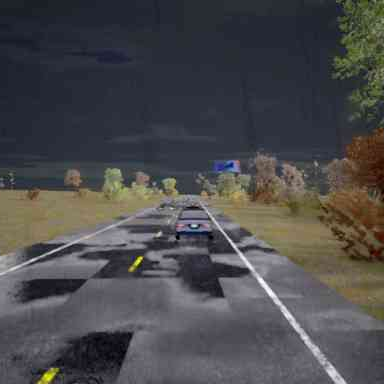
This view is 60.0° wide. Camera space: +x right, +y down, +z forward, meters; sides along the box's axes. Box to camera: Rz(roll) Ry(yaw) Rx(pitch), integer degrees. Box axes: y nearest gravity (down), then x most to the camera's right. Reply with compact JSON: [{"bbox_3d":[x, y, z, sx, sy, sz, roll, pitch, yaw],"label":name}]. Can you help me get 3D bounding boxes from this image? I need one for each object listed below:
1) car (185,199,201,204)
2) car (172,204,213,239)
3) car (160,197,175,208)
[{"bbox_3d":[0.109,1.568,42.321,2.033,1.411,5.357,0,0,0],"label":"car"},{"bbox_3d":[0.103,1.554,17.364,2.033,1.411,5.357,0,0,0],"label":"car"},{"bbox_3d":[-3.515,1.533,48.483,1.837,1.490,4.892,0,-1,0],"label":"car"}]
